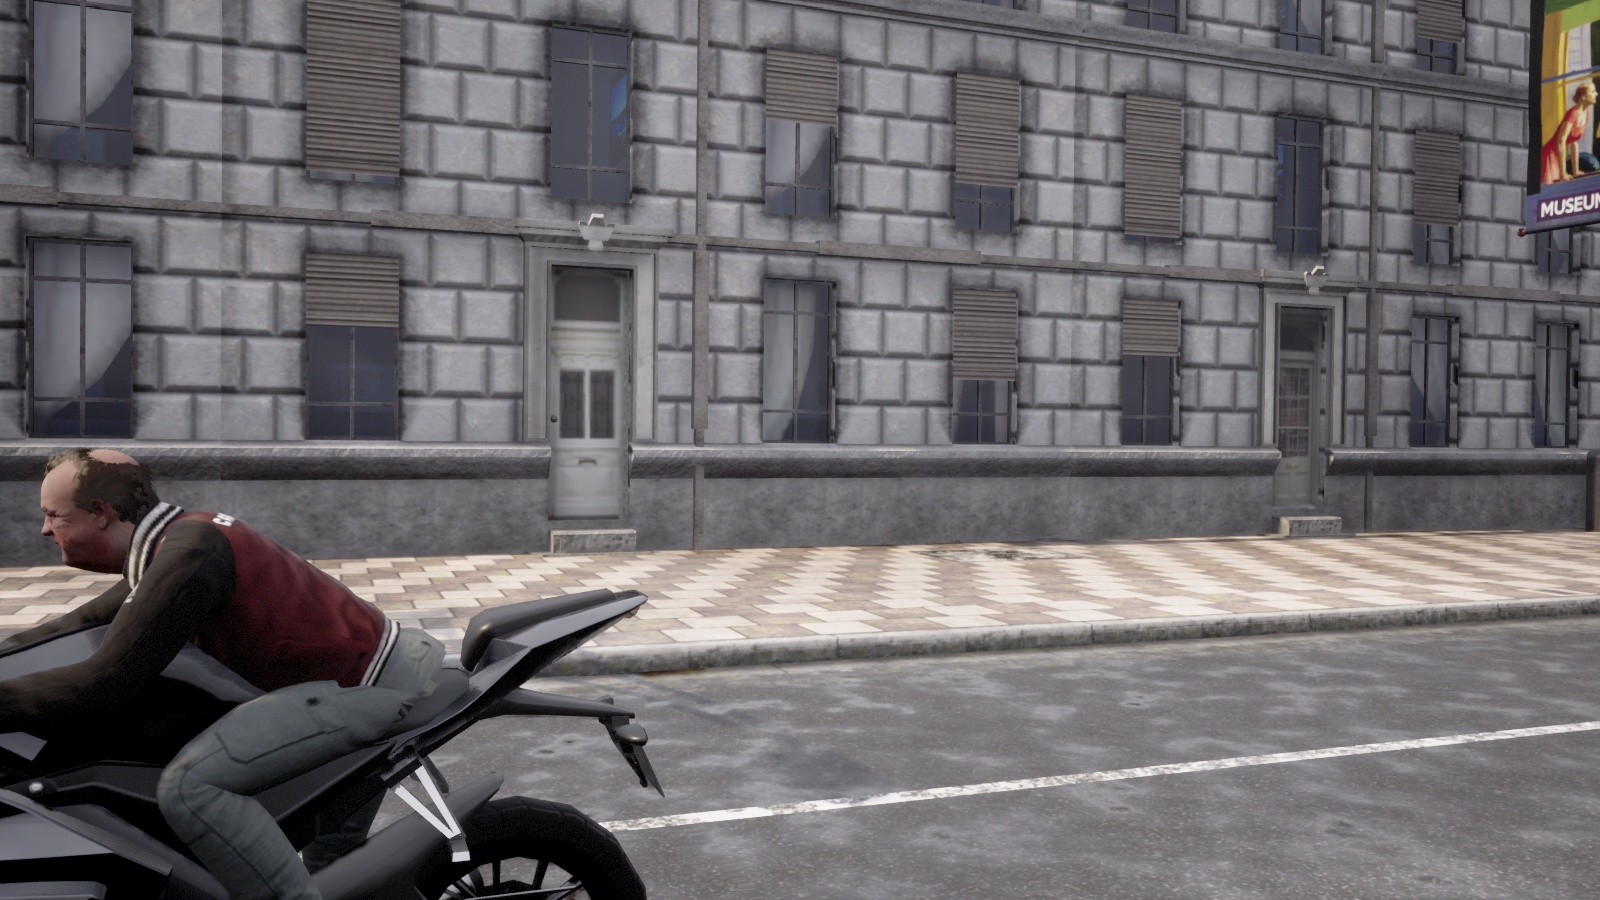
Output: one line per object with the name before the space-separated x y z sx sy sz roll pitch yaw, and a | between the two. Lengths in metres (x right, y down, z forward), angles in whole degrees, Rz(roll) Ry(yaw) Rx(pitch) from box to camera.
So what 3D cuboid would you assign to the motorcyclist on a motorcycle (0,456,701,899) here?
motorcyclist on a motorcycle | -1.392 0.804 2.711 2.191 1.530 0.866 -1 1 -21
